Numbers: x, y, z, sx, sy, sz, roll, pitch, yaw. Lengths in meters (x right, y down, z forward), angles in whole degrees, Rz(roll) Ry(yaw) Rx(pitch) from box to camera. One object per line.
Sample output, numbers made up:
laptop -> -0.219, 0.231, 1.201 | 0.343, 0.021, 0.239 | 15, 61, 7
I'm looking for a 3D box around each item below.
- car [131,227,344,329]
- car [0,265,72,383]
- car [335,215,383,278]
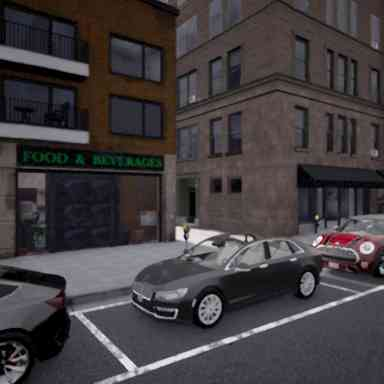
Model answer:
car -> 0.910, 1.547, 6.836 | 4.403, 1.369, 2.008 | 0, 0, -35
car -> -3.585, 1.566, 3.635 | 4.313, 1.339, 1.947 | 0, 0, -35
car -> 5.406, 1.434, 10.037 | 4.097, 1.590, 1.967 | 0, 0, -35
